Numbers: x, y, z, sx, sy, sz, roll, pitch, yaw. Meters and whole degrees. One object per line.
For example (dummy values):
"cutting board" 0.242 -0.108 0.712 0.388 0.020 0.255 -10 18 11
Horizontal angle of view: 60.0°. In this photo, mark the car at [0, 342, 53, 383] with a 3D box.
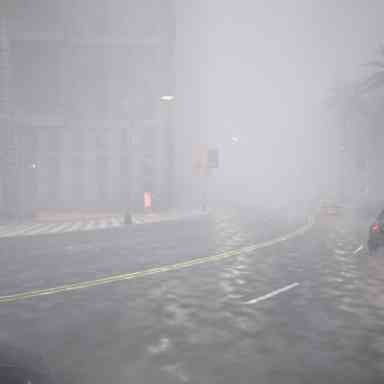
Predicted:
"car" -3.133 1.502 1.398 4.892 1.490 1.837 0 1 -32

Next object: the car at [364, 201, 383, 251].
"car" 8.510 1.348 13.351 2.097 1.767 4.553 0 0 35

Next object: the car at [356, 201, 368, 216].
"car" 15.488 1.479 28.537 2.128 1.511 4.902 0 0 15

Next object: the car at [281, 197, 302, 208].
"car" 13.902 1.450 46.733 1.882 1.535 5.008 0 0 1

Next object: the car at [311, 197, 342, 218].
"car" 12.369 1.462 30.408 1.882 1.535 5.008 0 0 15

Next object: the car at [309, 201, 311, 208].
"car" 17.356 1.467 44.936 2.128 1.511 4.902 0 0 1
